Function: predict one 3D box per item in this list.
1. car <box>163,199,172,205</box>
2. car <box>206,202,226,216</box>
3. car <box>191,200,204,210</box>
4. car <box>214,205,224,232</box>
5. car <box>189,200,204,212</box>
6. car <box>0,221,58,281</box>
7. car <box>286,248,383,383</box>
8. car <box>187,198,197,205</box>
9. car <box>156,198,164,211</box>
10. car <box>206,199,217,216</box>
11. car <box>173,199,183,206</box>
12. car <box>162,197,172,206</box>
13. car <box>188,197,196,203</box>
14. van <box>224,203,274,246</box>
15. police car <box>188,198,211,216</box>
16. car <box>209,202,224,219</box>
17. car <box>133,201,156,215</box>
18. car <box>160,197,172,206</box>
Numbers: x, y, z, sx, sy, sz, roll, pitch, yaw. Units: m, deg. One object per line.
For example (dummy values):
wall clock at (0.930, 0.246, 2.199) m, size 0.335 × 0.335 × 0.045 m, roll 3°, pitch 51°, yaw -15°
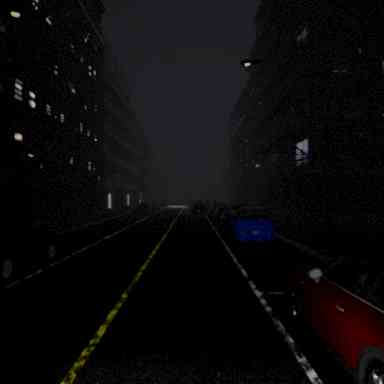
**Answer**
car at (-5.670, 2.280, 77.856) m, size 1.802 × 1.307 × 4.206 m, roll 0°, pitch 0°, yaw 0°
car at (2.702, 1.902, 38.396) m, size 2.008 × 1.369 × 4.403 m, roll 0°, pitch -1°, yaw 0°
car at (0.797, 1.985, 52.865) m, size 1.837 × 1.490 × 4.892 m, roll 0°, pitch 0°, yaw -2°
car at (2.697, 1.765, 21.488) m, size 1.947 × 1.339 × 4.313 m, roll 0°, pitch -1°, yaw 0°
car at (0.678, 1.909, 46.963) m, size 1.882 × 1.535 × 5.008 m, roll 0°, pitch -1°, yaw 5°
car at (-5.686, 1.640, 10.221) m, size 1.887 × 1.381 × 4.507 m, roll 0°, pitch -1°, yaw 0°
car at (2.693, 1.483, 4.580) m, size 1.967 × 1.590 × 4.097 m, roll 0°, pitch -1°, yaw 0°
car at (0.018, 2.023, 73.274) m, size 2.128 × 1.511 × 4.902 m, roll 0°, pitch 0°, yaw 0°
car at (-5.676, 1.975, 49.504) m, size 1.752 × 1.417 × 4.829 m, roll 0°, pitch -1°, yaw 0°
car at (2.700, 1.741, 32.761) m, size 1.967 × 1.590 × 4.097 m, roll 0°, pitch -1°, yaw 0°
car at (-2.983, 2.161, 71.004) m, size 2.128 × 1.511 × 4.902 m, roll 0°, pitch -1°, yaw 0°
car at (-5.672, 2.040, 66.585) m, size 1.967 × 1.590 × 4.097 m, roll 0°, pitch -1°, yaw 0°
car at (0.023, 2.167, 88.273) m, size 2.033 × 1.411 × 5.357 m, roll 0°, pitch 0°, yaw 0°
van at (2.696, 1.488, 15.853) m, size 1.690 × 1.788 × 3.998 m, roll 0°, pitch -1°, yaw 0°
police car at (0.768, 1.765, 37.008) m, size 1.930 × 1.638 × 5.238 m, roll 0°, pitch -1°, yaw 0°
car at (2.699, 1.795, 27.124) m, size 1.887 × 1.381 × 4.507 m, roll 0°, pitch -1°, yaw 0°
car at (-5.679, 1.917, 38.401) m, size 1.947 × 1.339 × 4.313 m, roll 0°, pitch -1°, yaw 0°
car at (-5.670, 1.964, 72.222) m, size 2.192 × 1.841 × 5.009 m, roll 0°, pitch 0°, yaw 0°
